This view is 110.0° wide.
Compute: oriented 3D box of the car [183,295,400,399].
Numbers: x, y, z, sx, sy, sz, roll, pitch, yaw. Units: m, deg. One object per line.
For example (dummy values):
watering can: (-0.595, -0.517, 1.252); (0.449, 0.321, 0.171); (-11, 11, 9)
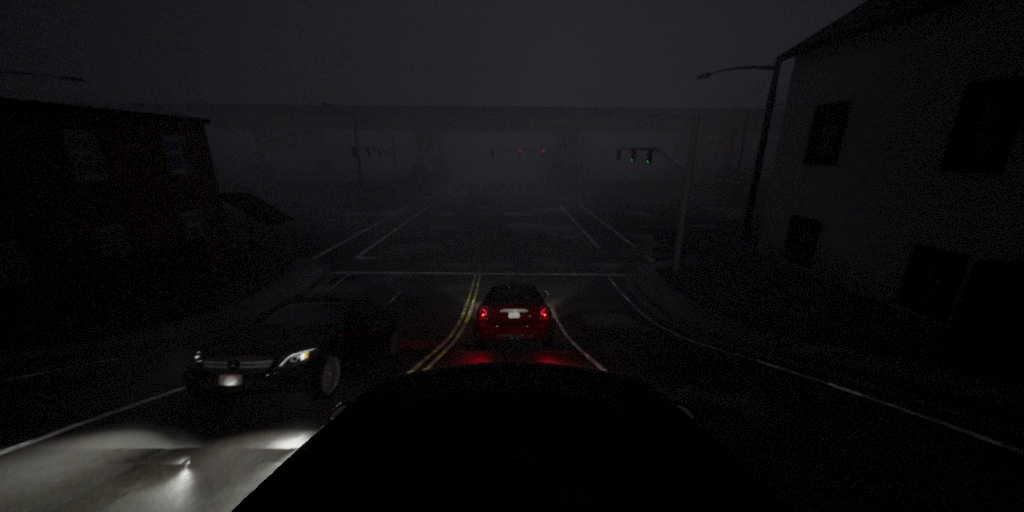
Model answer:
car: (-3.578, 1.489, 6.908); (1.812, 1.442, 4.674); (0, -4, 0)

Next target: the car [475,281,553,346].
car: (0.045, 1.568, 11.378); (2.097, 1.767, 4.553); (0, -1, 0)
